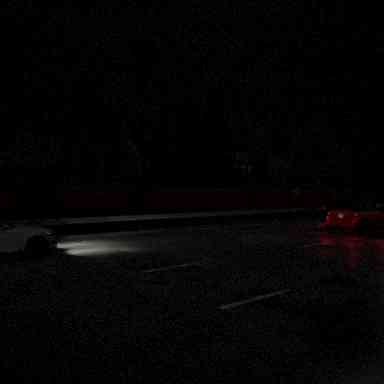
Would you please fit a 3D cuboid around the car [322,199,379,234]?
[{"bbox_3d":[9.918,1.354,19.572,4.553,1.767,2.097,0,0,-36],"label":"car"}]

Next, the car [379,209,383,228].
[{"bbox_3d":[11.739,1.492,16.568,4.902,1.511,2.128,0,0,-36],"label":"car"}]

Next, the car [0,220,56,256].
[{"bbox_3d":[-7.224,1.526,11.495,4.674,1.442,1.812,0,0,-36],"label":"car"}]

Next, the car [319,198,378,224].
[{"bbox_3d":[11.997,1.352,25.407,4.553,1.767,2.097,0,0,-36],"label":"car"}]
